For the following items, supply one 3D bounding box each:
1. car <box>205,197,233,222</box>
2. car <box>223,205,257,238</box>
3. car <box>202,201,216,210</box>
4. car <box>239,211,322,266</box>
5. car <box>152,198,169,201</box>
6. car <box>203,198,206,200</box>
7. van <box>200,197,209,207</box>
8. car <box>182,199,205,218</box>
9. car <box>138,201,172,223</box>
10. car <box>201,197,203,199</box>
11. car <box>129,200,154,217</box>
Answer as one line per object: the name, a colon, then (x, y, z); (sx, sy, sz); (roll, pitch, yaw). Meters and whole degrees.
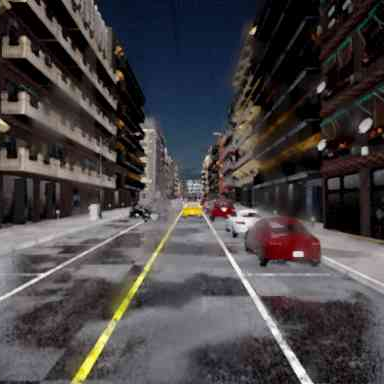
car: (2.553, 1.571, 28.846); (2.192, 1.841, 5.009); (1, -1, 0)
car: (3.022, 1.689, 18.761); (1.812, 1.442, 4.674); (0, -1, 0)
car: (2.546, 2.063, 50.969); (1.802, 1.307, 4.206); (1, -1, 0)
car: (3.022, 1.626, 11.759); (1.812, 1.442, 4.674); (0, -1, 0)
car: (-5.295, 1.797, 51.026); (2.192, 1.841, 5.009); (1, -1, 0)
car: (2.549, 1.805, 39.908); (1.967, 1.590, 4.097); (1, -1, 0)
van: (2.549, 2.012, 67.564); (1.690, 1.788, 3.998); (1, -1, 0)
car: (0.063, 1.779, 33.553); (1.882, 1.535, 5.008); (0, 0, 0)
car: (-2.851, 1.736, 27.674); (2.128, 1.511, 4.902); (0, -1, 0)
car: (0.046, 1.776, 45.705); (2.097, 1.767, 4.553); (0, -1, 0)
car: (-5.299, 1.876, 34.435); (1.947, 1.339, 4.313); (1, -1, 0)
